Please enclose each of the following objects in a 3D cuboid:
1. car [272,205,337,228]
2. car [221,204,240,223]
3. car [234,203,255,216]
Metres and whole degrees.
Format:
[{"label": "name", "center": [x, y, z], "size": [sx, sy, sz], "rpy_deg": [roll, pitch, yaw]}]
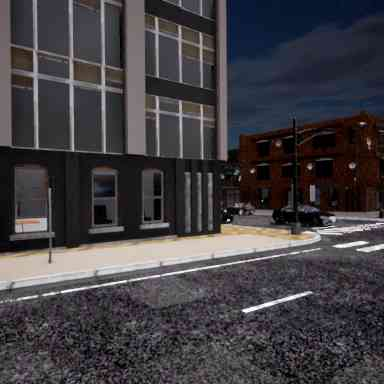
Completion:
[{"label": "car", "center": [8.101, 1.720, 24.298], "size": [2.128, 1.511, 4.902], "rpy_deg": [-1, -1, -35]}, {"label": "car", "center": [1.636, 1.935, 28.516], "size": [1.947, 1.339, 4.313], "rpy_deg": [-2, 0, -37]}, {"label": "car", "center": [5.263, 1.920, 38.109], "size": [2.008, 1.369, 4.403], "rpy_deg": [-2, 0, -37]}]
